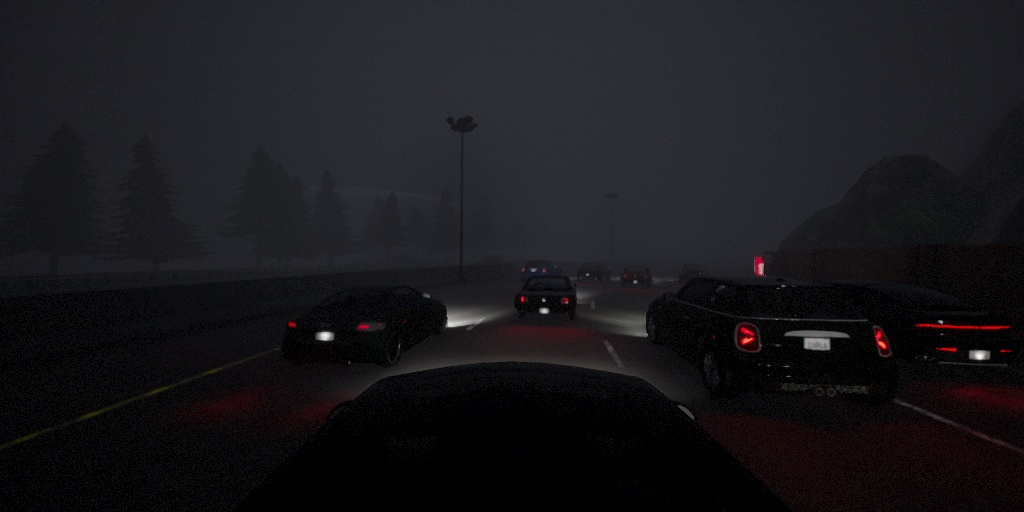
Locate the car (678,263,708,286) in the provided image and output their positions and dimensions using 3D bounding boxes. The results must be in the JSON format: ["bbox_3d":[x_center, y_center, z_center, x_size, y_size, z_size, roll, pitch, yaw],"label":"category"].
[{"bbox_3d":[13.498,1.313,26.857,1.812,1.442,4.674,0,0,26],"label":"car"}]

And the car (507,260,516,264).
[{"bbox_3d":[1.827,1.209,47.904,1.812,1.442,4.674,0,0,37],"label":"car"}]

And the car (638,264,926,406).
[{"bbox_3d":[4.027,1.117,6.582,2.097,1.767,4.553,0,0,6],"label":"car"}]

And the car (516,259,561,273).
[{"bbox_3d":[2.332,1.073,27.604,2.097,1.767,4.553,0,0,22],"label":"car"}]

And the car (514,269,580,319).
[{"bbox_3d":[1.368,1.340,12.867,1.895,1.301,4.718,0,0,10],"label":"car"}]

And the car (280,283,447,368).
[{"bbox_3d":[-2.868,1.287,7.904,1.994,1.385,4.181,0,0,6],"label":"car"}]

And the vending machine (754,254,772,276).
[{"bbox_3d":[20.826,1.021,29.974,1.100,2.100,0.880,0,0,33],"label":"vending machine"}]

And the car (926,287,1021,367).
[{"bbox_3d":[7.685,1.291,8.081,1.837,1.490,4.892,0,1,7],"label":"car"}]

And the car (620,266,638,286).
[{"bbox_3d":[8.810,1.363,25.142,1.895,1.301,4.718,0,0,23],"label":"car"}]

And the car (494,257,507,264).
[{"bbox_3d":[-0.099,1.232,51.144,1.994,1.385,4.181,0,0,39],"label":"car"}]

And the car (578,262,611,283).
[{"bbox_3d":[6.622,1.222,28.619,1.882,1.535,5.008,0,0,25],"label":"car"}]

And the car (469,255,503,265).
[{"bbox_3d":[-3.295,0.867,52.762,2.150,2.045,5.566,0,0,38],"label":"car"}]

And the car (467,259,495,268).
[{"bbox_3d":[-4.839,1.194,56.420,1.994,1.385,4.181,0,0,39],"label":"car"}]
